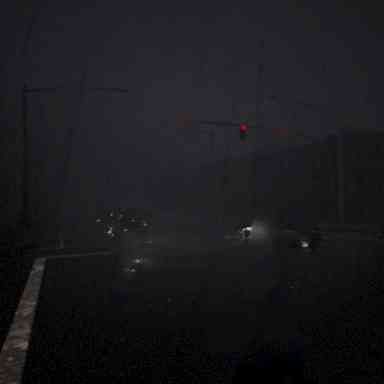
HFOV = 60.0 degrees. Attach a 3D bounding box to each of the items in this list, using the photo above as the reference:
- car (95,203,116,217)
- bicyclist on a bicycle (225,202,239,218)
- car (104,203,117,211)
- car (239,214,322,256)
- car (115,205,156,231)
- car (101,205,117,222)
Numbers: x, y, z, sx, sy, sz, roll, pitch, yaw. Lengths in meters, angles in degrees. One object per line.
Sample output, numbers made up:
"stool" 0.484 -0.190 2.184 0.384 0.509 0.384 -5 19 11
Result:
"car" -11.437 2.327 42.969 1.882 1.535 5.008 0 -1 -22
"bicyclist on a bicycle" 4.086 1.825 33.684 1.656 1.620 0.582 0 -1 -22
"car" -15.470 2.749 62.743 1.812 1.442 4.674 0 -1 -22
"car" 3.510 1.694 14.130 2.128 1.511 4.902 0 -1 -12
"car" -4.010 1.948 24.342 2.128 1.511 4.902 0 -1 -22
"car" -7.698 2.252 33.583 1.895 1.301 4.718 0 -1 -22
